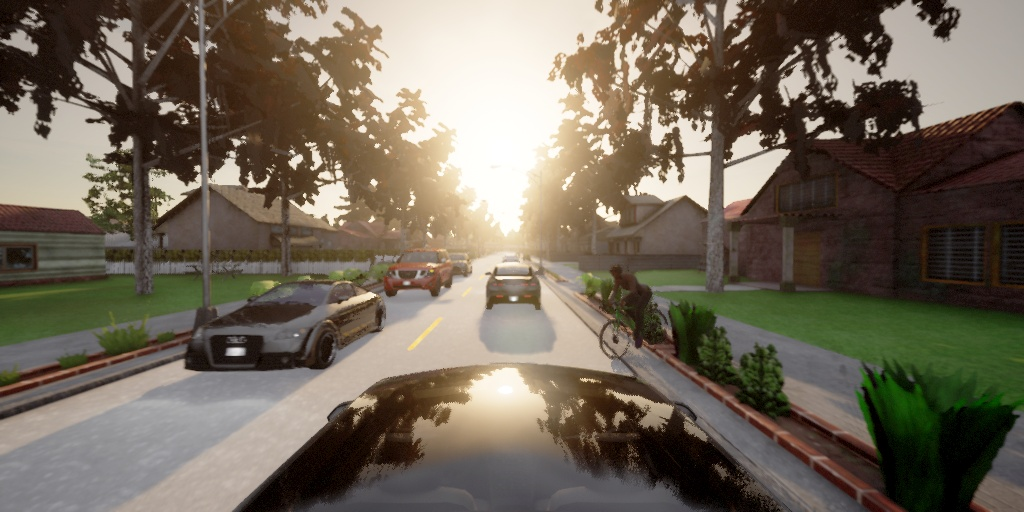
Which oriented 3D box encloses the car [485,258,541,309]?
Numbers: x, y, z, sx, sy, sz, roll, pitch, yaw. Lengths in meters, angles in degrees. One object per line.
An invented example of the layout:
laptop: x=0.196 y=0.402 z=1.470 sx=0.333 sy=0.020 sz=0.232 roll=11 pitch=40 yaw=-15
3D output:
car: x=0.039 y=1.011 z=13.470 sx=1.837 sy=1.490 sz=4.892 roll=0 pitch=1 yaw=0

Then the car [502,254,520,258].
car: x=-0.119 y=0.517 z=38.384 sx=1.812 sy=1.442 sz=4.674 roll=0 pitch=1 yaw=0

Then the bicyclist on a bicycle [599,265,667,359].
bicyclist on a bicycle: x=2.168 y=0.957 z=6.585 sx=1.656 sy=1.620 sz=0.582 roll=-10 pitch=-2 yaw=-26

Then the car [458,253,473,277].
car: x=-4.211 y=0.584 z=27.016 sx=2.097 sy=1.767 sz=4.553 roll=0 pitch=1 yaw=0

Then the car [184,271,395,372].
car: x=-4.124 y=1.203 z=7.330 sx=1.994 sy=1.385 sz=4.181 roll=0 pitch=1 yaw=0

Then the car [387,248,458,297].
car: x=-4.176 y=0.662 z=16.939 sx=2.150 sy=2.045 sz=5.566 roll=0 pitch=1 yaw=0
